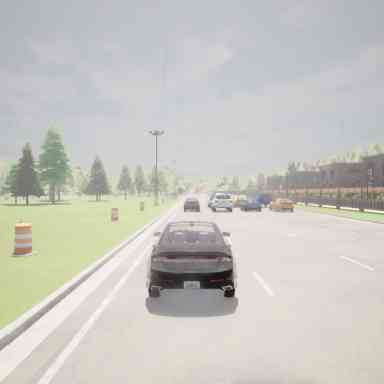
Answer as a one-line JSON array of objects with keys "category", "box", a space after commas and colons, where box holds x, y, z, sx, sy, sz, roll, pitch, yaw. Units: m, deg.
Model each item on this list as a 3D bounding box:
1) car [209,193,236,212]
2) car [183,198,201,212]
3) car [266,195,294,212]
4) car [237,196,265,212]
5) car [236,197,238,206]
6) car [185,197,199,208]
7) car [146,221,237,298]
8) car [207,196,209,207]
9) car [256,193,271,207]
[{"category": "car", "box": [3.475, 1.221, 39.176, 2.150, 2.045, 5.566, 0, 0, 0]}, {"category": "car", "box": [-0.024, 1.491, 39.144, 2.128, 1.511, 4.902, 0, 0, 0]}, {"category": "car", "box": [10.476, 1.478, 39.150, 1.882, 1.535, 5.008, 0, 0, 0]}, {"category": "car", "box": [6.975, 1.564, 39.565, 1.994, 1.385, 4.181, 0, 0, 0]}, {"category": "car", "box": [6.969, 1.478, 49.568, 1.882, 1.535, 5.008, 0, 0, 0]}, {"category": "car", "box": [-0.031, 1.547, 49.564, 2.033, 1.411, 5.357, 0, 0, 0]}, {"category": "car", "box": [-0.006, 1.492, 8.531, 2.128, 1.511, 4.902, 0, 0, 0]}, {"category": "car", "box": [3.469, 1.221, 49.596, 2.150, 2.045, 5.566, 0, 0, 0]}, {"category": "car", "box": [10.469, 1.221, 49.600, 2.150, 2.045, 5.566, 0, 0, 0]}]
